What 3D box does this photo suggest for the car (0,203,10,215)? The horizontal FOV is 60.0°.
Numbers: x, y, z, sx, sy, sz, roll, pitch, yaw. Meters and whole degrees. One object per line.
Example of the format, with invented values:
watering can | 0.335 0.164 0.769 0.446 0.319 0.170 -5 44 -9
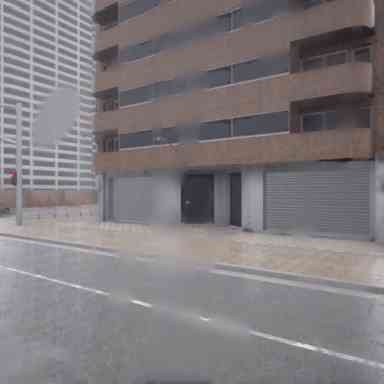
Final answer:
car | -19.491 1.564 31.237 1.994 1.385 4.181 0 0 33
